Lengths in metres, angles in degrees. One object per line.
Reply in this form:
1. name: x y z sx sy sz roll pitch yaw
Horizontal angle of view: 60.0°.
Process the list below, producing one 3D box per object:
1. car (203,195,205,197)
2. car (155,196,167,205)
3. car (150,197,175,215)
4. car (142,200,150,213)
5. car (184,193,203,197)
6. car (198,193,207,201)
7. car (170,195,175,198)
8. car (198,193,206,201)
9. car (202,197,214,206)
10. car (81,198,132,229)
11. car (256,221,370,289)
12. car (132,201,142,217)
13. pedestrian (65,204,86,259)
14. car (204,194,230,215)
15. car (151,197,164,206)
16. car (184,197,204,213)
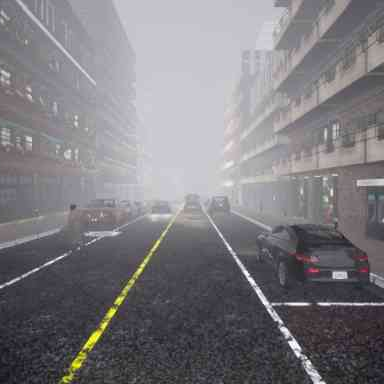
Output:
1. car: 2.672 1.561 50.249 1.947 1.339 4.313 -1 0 0
2. car: -5.711 1.521 61.439 1.752 1.417 4.829 -1 0 0
3. car: -3.106 1.558 34.385 1.994 1.385 4.181 0 0 0
4. car: -5.706 1.560 33.288 1.947 1.339 4.313 -1 0 0
5. car: 0.038 1.216 47.423 2.150 2.045 5.566 0 0 0
6. car: 2.663 1.315 84.233 2.192 1.841 5.009 -1 0 0
7. car: -5.716 1.548 95.426 1.752 1.417 4.829 -1 0 0
8. car: 2.662 1.317 89.896 2.192 1.841 5.009 -1 0 0
9. car: 2.671 1.577 55.914 1.802 1.307 4.206 -1 0 0
10. car: -5.707 1.311 21.961 2.192 1.841 5.009 -1 0 0
11. car: 2.999 1.524 9.049 1.812 1.442 4.674 0 0 0
12. car: -5.707 1.435 27.624 1.967 1.590 4.097 -1 0 0
13. pedestrian: -3.946 1.292 11.265 0.375 1.860 0.375 -1 1 -5
14. car: 2.671 1.310 33.258 2.192 1.841 5.009 -1 0 0
15. car: -5.710 1.520 55.775 1.752 1.417 4.829 -1 0 0
16. car: 0.086 1.558 37.450 1.994 1.385 4.181 0 0 0
